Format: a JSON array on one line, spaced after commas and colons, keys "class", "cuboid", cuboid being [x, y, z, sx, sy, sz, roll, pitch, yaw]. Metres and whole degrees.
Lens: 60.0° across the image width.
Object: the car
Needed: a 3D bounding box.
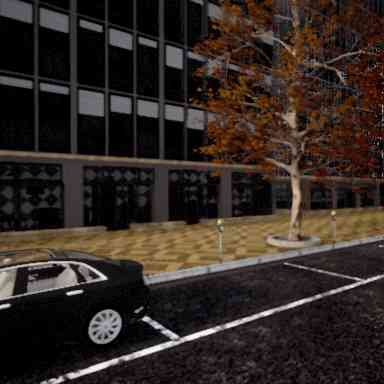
[{"class": "car", "cuboid": [-2.706, 1.548, 4.627, 4.403, 1.369, 2.008, -1, 1, -36]}]
